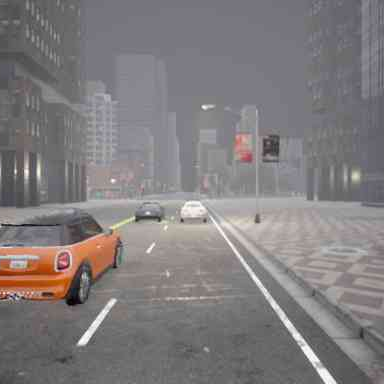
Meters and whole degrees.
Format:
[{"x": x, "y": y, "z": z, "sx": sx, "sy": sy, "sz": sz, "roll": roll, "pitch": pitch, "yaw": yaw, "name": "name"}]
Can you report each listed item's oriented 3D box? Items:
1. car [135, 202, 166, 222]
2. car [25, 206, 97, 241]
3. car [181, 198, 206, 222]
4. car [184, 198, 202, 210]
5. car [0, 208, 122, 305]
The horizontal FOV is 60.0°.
[{"x": -3.138, "y": 1.486, "z": 25.731, "sx": 1.994, "sy": 1.385, "sz": 4.181, "roll": 0, "pitch": 0, "yaw": 0, "name": "car"}, {"x": -6.507, "y": 1.514, "z": 17.084, "sx": 1.994, "sy": 1.385, "sz": 4.181, "roll": 0, "pitch": 0, "yaw": 0, "name": "car"}, {"x": 0.115, "y": 1.448, "z": 25.542, "sx": 1.812, "sy": 1.442, "sz": 4.674, "roll": 0, "pitch": 0, "yaw": 0, "name": "car"}, {"x": 0.117, "y": 1.439, "z": 40.490, "sx": 1.994, "sy": 1.385, "sz": 4.181, "roll": 0, "pitch": 0, "yaw": 0, "name": "car"}, {"x": -3.149, "y": 1.329, "z": 8.170, "sx": 2.097, "sy": 1.767, "sz": 4.553, "roll": 0, "pitch": 0, "yaw": 0, "name": "car"}]
